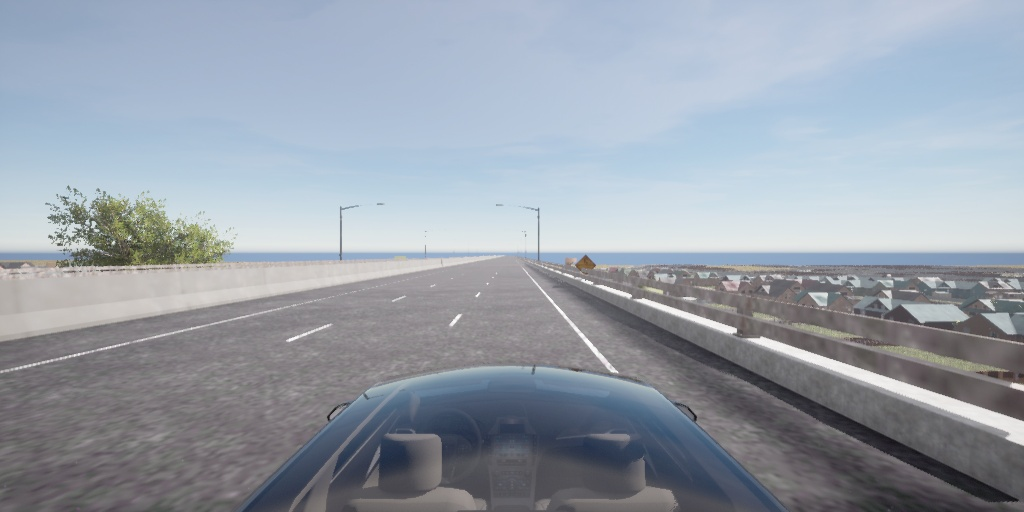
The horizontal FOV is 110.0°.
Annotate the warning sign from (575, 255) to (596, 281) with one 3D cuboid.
[{"bbox_3d":[4.550,0.857,22.249,1.300,1.860,1.060,0,0,0],"label":"warning sign"}]
